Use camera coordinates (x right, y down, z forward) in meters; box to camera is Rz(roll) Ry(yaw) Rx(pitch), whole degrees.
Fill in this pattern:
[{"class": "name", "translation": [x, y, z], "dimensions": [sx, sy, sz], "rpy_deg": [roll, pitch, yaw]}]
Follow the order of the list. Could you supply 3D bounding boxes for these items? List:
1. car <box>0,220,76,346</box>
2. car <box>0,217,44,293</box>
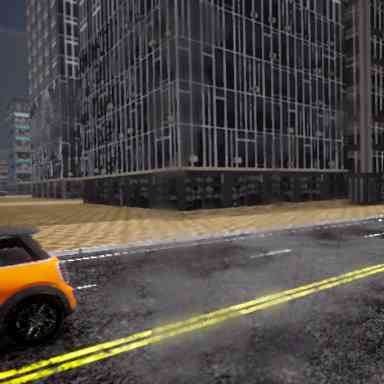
[{"class": "car", "translation": [-4.162, 1.363, 4.707], "dimensions": [4.553, 1.767, 2.097], "rpy_deg": [-1, 1, -35]}, {"class": "car", "translation": [-6.113, 1.503, 7.309], "dimensions": [4.902, 1.511, 2.128], "rpy_deg": [-1, 1, -36]}]
